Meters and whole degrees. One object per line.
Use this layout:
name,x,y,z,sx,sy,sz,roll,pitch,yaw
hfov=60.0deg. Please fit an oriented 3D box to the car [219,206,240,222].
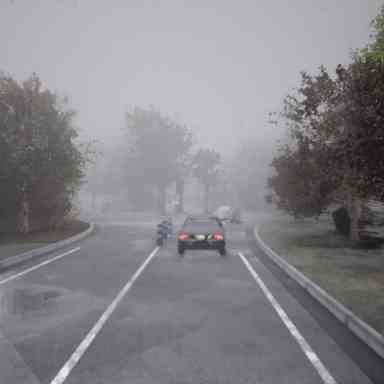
car,3.272,2.026,30.992,1.812,1.442,4.674,-1,-2,17

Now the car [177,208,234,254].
car,0.453,1.621,13.895,2.033,1.411,5.357,0,-1,3
